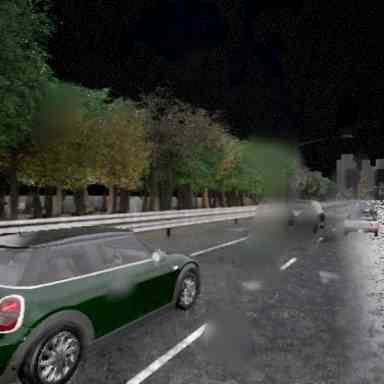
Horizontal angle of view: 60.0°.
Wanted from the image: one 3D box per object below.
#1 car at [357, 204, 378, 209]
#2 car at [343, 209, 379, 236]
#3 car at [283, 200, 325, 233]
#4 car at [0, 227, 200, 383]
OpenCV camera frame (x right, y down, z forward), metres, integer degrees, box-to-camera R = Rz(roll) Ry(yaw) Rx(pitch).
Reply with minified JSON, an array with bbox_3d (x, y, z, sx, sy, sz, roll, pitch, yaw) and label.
[{"bbox_3d":[19.868,2.119,37.752,2.097,1.767,4.553,1,-1,29],"label":"car"},{"bbox_3d":[10.889,2.005,21.314,1.895,1.301,4.718,1,-1,29],"label":"car"},{"bbox_3d":[7.854,1.599,23.085,2.150,2.045,5.566,1,-1,28],"label":"car"},{"bbox_3d":[-1.631,1.378,5.687,2.097,1.767,4.553,1,-1,29],"label":"car"}]
